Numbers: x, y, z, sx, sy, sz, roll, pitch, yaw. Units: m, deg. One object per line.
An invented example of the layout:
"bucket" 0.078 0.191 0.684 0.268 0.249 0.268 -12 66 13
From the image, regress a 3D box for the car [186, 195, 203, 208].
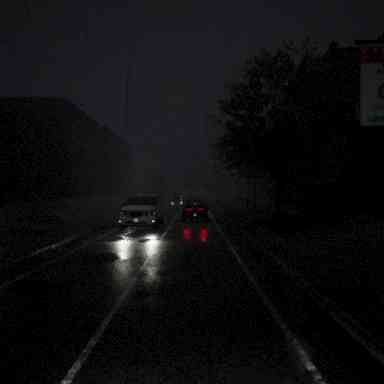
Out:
"car" 0.299 1.190 42.593 2.128 1.511 4.902 0 1 0

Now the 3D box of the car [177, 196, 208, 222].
"car" 0.217 1.360 25.260 2.128 1.511 4.902 0 1 0

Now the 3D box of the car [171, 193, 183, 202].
"car" -2.745 0.910 62.146 2.097 1.767 4.553 0 0 1

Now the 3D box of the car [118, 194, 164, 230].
"car" -3.004 1.131 20.637 2.150 2.045 5.566 0 0 0
